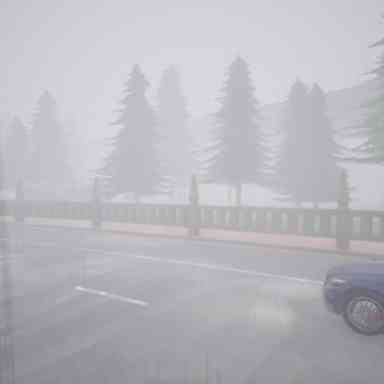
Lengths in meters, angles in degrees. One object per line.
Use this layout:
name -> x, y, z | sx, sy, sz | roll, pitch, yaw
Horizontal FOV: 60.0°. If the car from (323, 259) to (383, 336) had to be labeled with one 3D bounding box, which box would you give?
car -> 4.444, 1.509, 4.944 | 4.674, 1.442, 1.812 | 1, 0, 35
